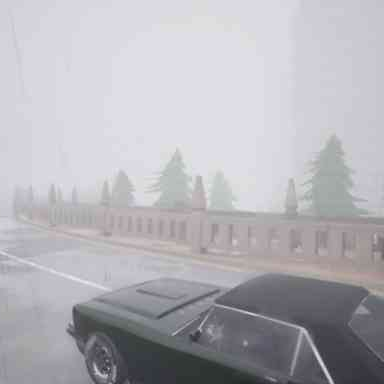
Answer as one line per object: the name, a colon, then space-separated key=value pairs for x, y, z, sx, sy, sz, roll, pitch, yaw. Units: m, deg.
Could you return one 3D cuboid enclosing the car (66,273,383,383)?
car: x=0.728 y=1.614 z=3.578 sx=4.718 sy=1.301 sz=1.895 roll=0 pitch=0 yaw=37
